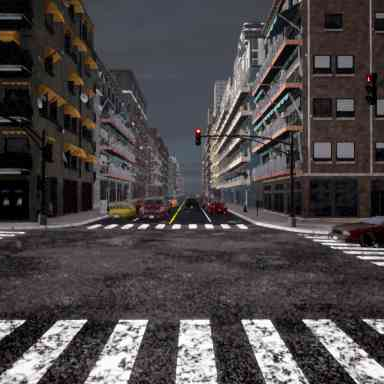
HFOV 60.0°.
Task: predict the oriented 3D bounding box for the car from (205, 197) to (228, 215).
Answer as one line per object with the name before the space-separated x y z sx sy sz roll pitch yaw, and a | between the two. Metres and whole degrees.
car | 2.586 1.553 33.570 1.887 1.381 4.507 1 0 0

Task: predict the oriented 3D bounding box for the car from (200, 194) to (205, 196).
car | 2.726 1.382 81.883 2.097 1.767 4.553 0 0 0

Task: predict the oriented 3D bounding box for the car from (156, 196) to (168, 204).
car | -5.906 1.573 66.697 2.008 1.369 4.403 1 0 0

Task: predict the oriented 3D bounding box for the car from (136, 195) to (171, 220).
car | -3.168 1.359 28.116 2.097 1.767 4.553 0 0 -1

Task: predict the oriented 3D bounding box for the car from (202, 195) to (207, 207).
car | 2.568 1.451 39.093 1.967 1.590 4.097 1 0 0

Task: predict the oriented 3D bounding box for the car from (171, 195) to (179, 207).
car | -3.249 1.366 47.397 2.097 1.767 4.553 0 0 0

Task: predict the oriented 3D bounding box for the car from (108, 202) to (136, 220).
car | -5.776 1.532 27.862 1.752 1.417 4.829 1 0 0

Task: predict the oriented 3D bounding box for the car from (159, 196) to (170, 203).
car | -5.925 1.570 72.220 1.887 1.381 4.507 1 0 0

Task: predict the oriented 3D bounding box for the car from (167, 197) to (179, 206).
car | -3.253 1.619 57.256 1.895 1.301 4.718 0 0 0

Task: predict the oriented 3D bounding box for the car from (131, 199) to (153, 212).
car | -5.814 1.555 39.079 1.887 1.381 4.507 1 0 0

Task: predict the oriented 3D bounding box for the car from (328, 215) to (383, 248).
car | 9.100 1.722 14.932 5.357 1.411 2.033 1 0 -1

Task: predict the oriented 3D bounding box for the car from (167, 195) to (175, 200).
car | -5.998 1.589 94.313 2.008 1.369 4.403 1 0 0

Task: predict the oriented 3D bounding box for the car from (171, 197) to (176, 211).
car | -3.227 1.558 37.608 2.033 1.411 5.357 0 0 0

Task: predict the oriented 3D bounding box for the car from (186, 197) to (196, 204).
car | -0.178 1.622 63.345 1.895 1.301 4.718 0 0 0

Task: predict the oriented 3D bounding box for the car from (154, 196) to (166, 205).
car | -5.887 1.545 61.003 1.752 1.417 4.829 1 0 0

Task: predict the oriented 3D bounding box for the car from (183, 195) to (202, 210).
car | -0.044 1.514 42.502 1.837 1.490 4.892 0 -1 0
